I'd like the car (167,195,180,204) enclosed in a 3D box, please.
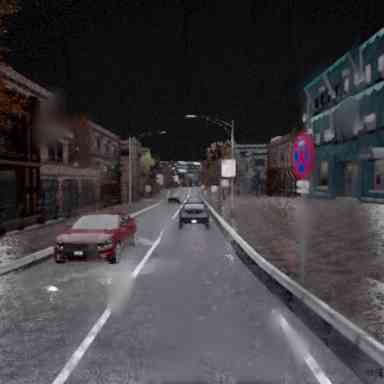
[{"bbox_3d":[-2.871,1.162,52.882,1.895,1.301,4.718,0,1,1],"label":"car"}]

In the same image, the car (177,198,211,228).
[{"bbox_3d":[0.126,1.392,21.275,1.837,1.490,4.892,0,1,0],"label":"car"}]

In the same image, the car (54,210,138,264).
[{"bbox_3d":[-3.185,1.441,11.869,1.882,1.535,5.008,0,0,0],"label":"car"}]
